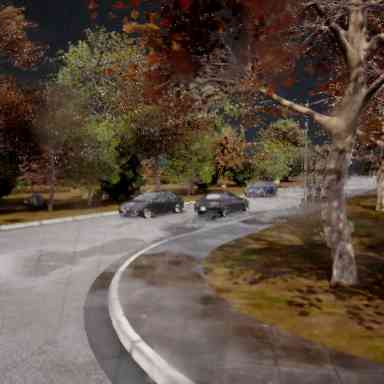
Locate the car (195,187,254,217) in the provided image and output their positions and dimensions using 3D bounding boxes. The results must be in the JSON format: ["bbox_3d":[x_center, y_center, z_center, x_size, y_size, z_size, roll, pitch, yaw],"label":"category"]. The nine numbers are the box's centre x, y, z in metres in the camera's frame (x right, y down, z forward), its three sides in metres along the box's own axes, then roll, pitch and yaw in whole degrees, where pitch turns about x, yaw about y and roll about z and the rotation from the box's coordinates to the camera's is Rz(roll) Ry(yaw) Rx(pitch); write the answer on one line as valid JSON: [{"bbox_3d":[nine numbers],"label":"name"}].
[{"bbox_3d":[1.963,0.684,21.106,1.812,1.442,4.674,2,4,35],"label":"car"}]

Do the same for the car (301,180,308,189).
[{"bbox_3d":[17.680,-1.127,49.520,1.994,1.385,4.181,2,5,35],"label":"car"}]

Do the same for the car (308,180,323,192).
[{"bbox_3d":[17.097,-0.802,42.813,2.128,1.511,4.902,2,4,35],"label":"car"}]

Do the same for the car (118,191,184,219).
[{"bbox_3d":[-2.448,0.710,20.759,1.837,1.490,4.892,2,4,35],"label":"car"}]

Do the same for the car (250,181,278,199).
[{"bbox_3d":[7.222,-0.329,34.643,2.097,1.767,4.553,2,4,35],"label":"car"}]
